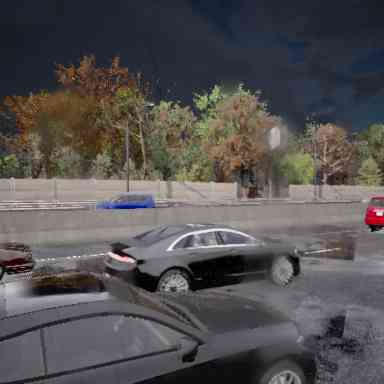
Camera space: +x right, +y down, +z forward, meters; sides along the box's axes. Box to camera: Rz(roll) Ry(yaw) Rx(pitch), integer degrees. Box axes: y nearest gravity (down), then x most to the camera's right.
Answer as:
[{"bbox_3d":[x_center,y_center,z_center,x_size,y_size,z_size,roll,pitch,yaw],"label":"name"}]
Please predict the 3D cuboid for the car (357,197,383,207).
[{"bbox_3d":[28.362,1.543,52.601,4.674,1.442,1.812,0,0,-30],"label":"car"}]

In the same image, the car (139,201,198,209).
[{"bbox_3d":[-1.055,1.525,23.439,4.674,1.442,1.812,0,0,-30],"label":"car"}]

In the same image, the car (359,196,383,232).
[{"bbox_3d":[12.107,1.224,18.706,5.566,2.045,2.150,0,0,-30],"label":"car"}]

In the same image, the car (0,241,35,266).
[{"bbox_3d":[-6.678,1.547,7.812,5.357,1.411,2.033,0,0,-30],"label":"car"}]

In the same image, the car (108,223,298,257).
[{"bbox_3d":[0.411,1.490,7.875,4.902,1.511,2.128,0,0,-30],"label":"car"}]

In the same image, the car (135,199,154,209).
[{"bbox_3d":[-1.590,1.547,27.179,5.357,1.411,2.033,0,0,-30],"label":"car"}]

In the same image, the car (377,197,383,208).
[{"bbox_3d":[30.008,1.509,49.515,4.902,1.511,2.128,0,0,-30],"label":"car"}]

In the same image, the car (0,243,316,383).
[{"bbox_3d":[-0.961,1.525,3.036,4.674,1.442,1.812,0,0,-30],"label":"car"}]

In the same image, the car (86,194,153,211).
[{"bbox_3d":[-5.826,1.221,28.763,5.566,2.045,2.150,0,0,-30],"label":"car"}]

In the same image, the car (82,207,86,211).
[{"bbox_3d":[-7.715,1.547,31.711,5.357,1.411,2.033,0,0,-30],"label":"car"}]
